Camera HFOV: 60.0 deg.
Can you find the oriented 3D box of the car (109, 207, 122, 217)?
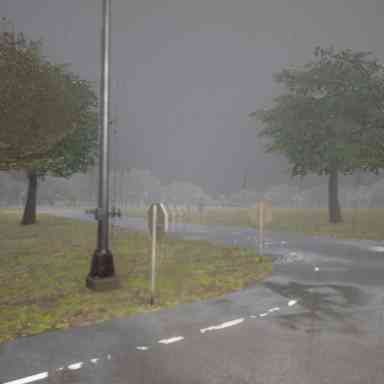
[{"bbox_3d":[-12.489,3.142,51.874,1.837,1.490,4.892,3,-3,-33],"label":"car"}]

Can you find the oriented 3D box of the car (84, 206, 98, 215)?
[{"bbox_3d":[-17.997,3.316,60.171,1.837,1.490,4.892,3,-2,-33],"label":"car"}]
